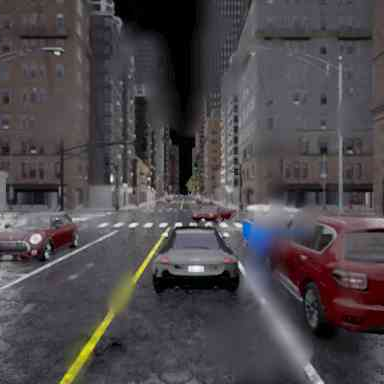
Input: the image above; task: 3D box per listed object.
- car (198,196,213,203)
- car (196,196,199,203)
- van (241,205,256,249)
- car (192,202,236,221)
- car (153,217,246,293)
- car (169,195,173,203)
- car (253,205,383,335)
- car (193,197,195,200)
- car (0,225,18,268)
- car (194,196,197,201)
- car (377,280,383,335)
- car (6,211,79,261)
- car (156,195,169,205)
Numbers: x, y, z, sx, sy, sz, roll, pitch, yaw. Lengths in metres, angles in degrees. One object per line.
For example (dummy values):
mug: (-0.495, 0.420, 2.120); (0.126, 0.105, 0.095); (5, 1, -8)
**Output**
car: (2.580, 1.733, 56.114); (1.967, 1.590, 4.097); (0, 0, -1)
car: (2.334, 1.941, 67.420); (1.802, 1.307, 4.206); (0, 0, -1)
van: (2.860, 1.400, 12.225); (1.690, 1.788, 3.998); (0, 0, 0)
car: (1.836, 1.715, 25.816); (1.895, 1.301, 4.718); (0, 0, 27)
car: (0.100, 1.607, 9.037); (1.994, 1.385, 4.181); (0, 0, 0)
car: (-6.561, 1.789, 84.205); (2.192, 1.841, 5.009); (0, 0, -1)
car: (2.859, 1.347, 6.702); (2.192, 1.841, 5.009); (0, 0, 0)
car: (1.963, 2.019, 84.377); (1.887, 1.381, 4.507); (0, 0, -1)
car: (-5.667, 1.598, 6.695); (1.947, 1.339, 4.313); (0, 0, 0)
car: (2.087, 2.012, 78.723); (1.802, 1.307, 4.206); (0, 0, -1)
car: (2.858, 1.572, 1.176); (1.947, 1.339, 4.313); (0, 0, 0)
car: (-5.666, 1.499, 12.220); (1.967, 1.590, 4.097); (0, 0, 0)
car: (-6.189, 1.798, 67.244); (1.967, 1.590, 4.097); (0, 0, -1)
